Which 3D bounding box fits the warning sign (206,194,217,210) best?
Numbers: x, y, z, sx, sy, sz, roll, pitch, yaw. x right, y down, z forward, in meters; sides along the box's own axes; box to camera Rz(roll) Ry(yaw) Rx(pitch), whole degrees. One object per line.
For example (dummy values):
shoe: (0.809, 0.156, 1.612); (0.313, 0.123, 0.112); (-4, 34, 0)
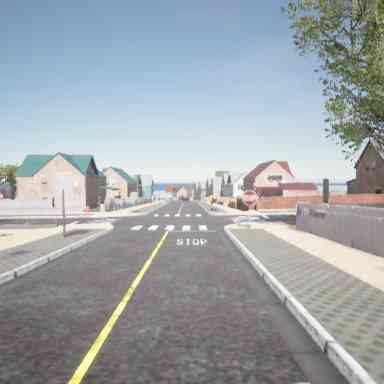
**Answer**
warning sign: (2.400, 1.227, 41.187); (1.300, 1.860, 1.060); (2, 1, -1)
